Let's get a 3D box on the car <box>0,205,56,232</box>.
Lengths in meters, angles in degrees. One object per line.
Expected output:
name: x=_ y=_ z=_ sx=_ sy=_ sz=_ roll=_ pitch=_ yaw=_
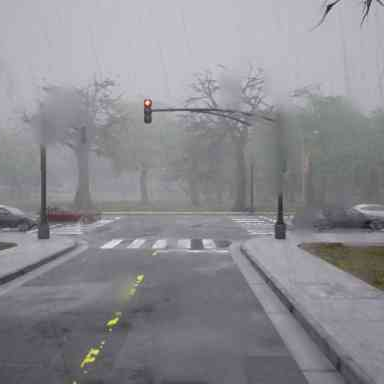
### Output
car: x=-10.798 y=1.520 z=19.463 sx=4.674 sy=1.442 sz=1.812 roll=0 pitch=0 yaw=4

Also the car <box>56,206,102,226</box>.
car: x=-8.687 y=1.594 z=22.865 sx=4.718 sy=1.301 sz=1.895 roll=0 pitch=0 yaw=0

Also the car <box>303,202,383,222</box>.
car: x=11.820 y=1.563 z=26.311 sx=5.357 sy=1.411 sz=2.033 roll=0 pitch=0 yaw=0

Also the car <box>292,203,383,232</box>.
car: x=8.752 y=1.567 z=19.610 sx=5.357 sy=1.411 sz=2.033 roll=0 pitch=0 yaw=0
